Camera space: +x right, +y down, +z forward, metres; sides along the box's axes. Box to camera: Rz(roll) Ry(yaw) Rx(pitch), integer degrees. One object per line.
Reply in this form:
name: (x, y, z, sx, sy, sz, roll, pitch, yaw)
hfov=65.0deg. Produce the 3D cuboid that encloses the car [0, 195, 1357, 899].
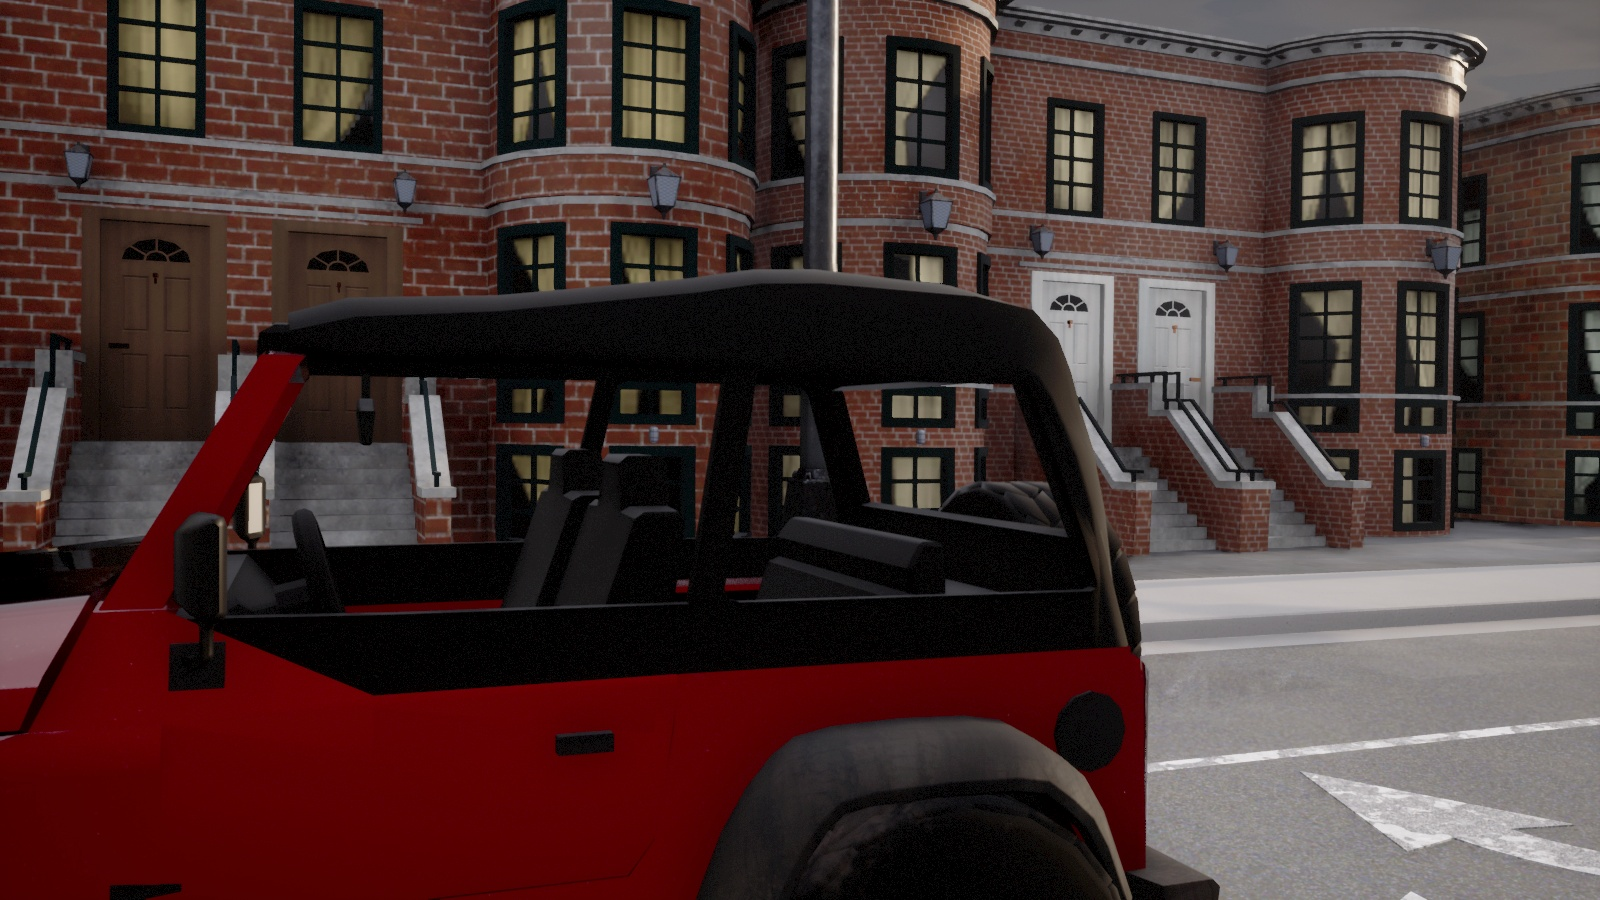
car: (-0.955, 0.558, 2.881, 3.866, 1.878, 1.905, -1, 1, -21)
